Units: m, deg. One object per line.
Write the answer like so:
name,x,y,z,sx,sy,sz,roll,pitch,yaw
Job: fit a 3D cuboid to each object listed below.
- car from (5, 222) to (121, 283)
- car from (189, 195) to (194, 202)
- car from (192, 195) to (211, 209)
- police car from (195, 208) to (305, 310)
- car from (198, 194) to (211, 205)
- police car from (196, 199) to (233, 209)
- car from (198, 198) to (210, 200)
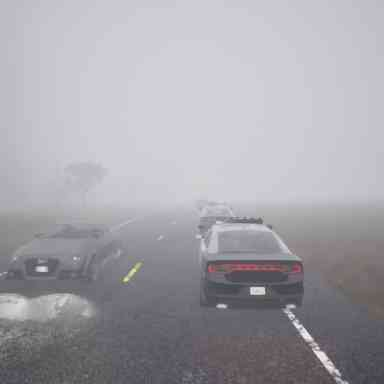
car,-3.377,1.564,9.538,1.994,1.385,4.181,0,0,1
car,0.466,1.495,78.048,1.812,1.442,4.674,0,0,6
car,1.456,1.497,45.924,1.837,1.490,4.892,0,0,4
police car,1.118,1.425,8.070,1.930,1.638,5.238,0,0,1
car,2.350,1.335,60.004,2.097,1.767,4.553,0,0,4
police car,1.313,1.426,18.034,1.930,1.638,5.238,0,0,1
car,1.489,1.456,24.092,1.801,1.575,5.366,0,0,2
